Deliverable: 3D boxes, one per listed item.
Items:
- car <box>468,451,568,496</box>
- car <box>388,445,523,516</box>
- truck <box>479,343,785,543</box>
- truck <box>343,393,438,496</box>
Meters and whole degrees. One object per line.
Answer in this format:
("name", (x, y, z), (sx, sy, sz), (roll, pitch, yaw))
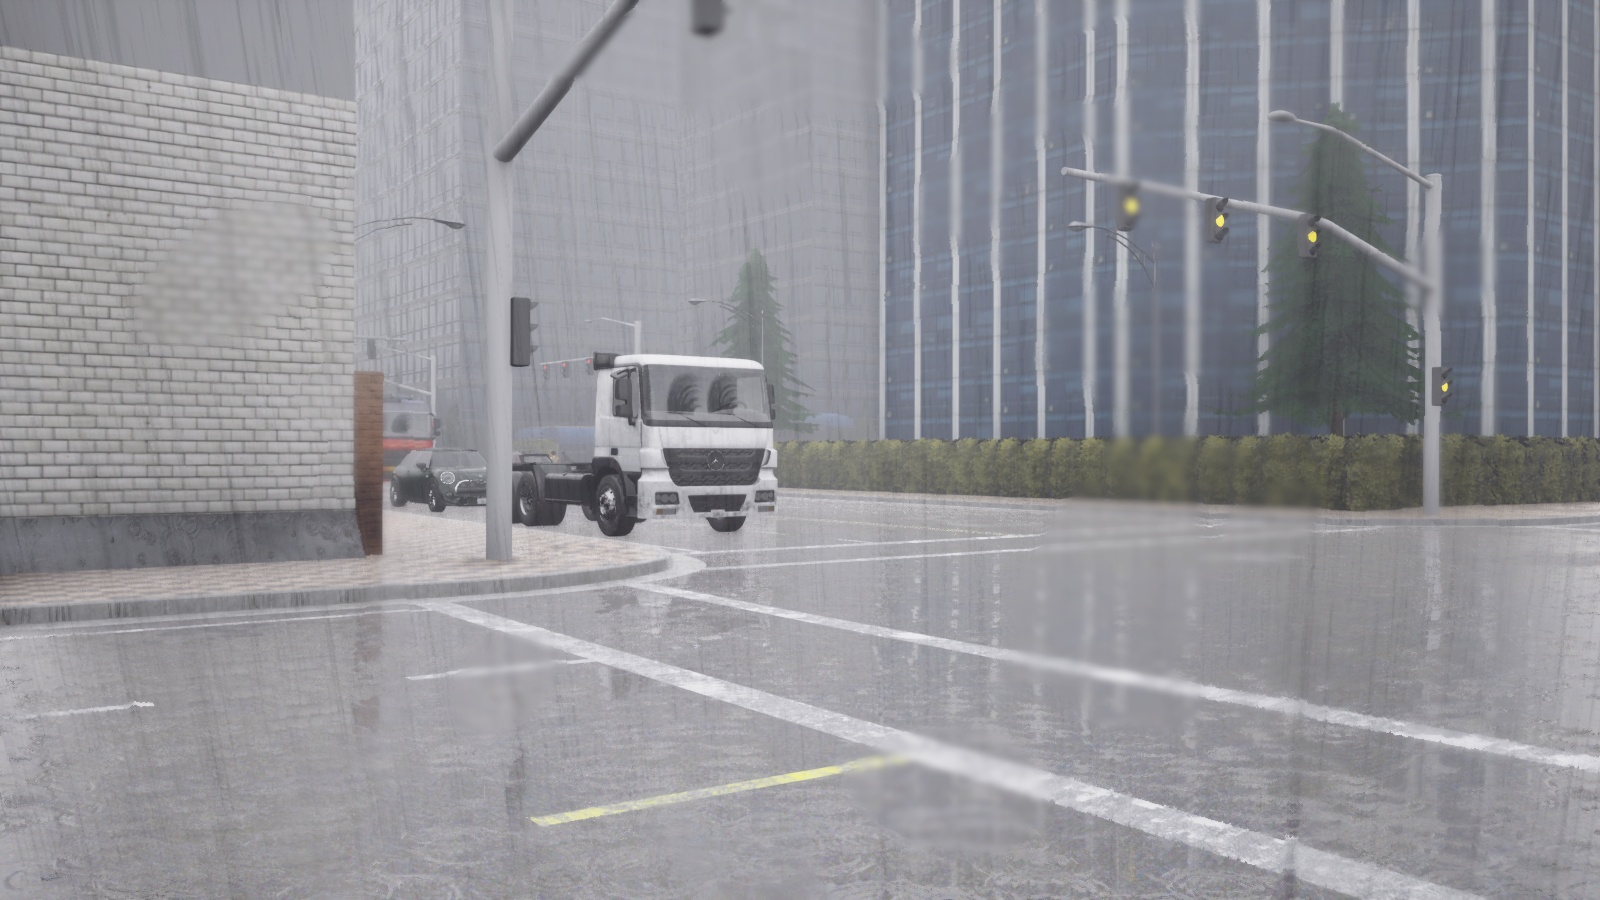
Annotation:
("car", (-10.881, 0.871, 48.227), (2.033, 1.649, 4.856), (0, 0, -35))
("car", (-9.337, 0.761, 33.803), (2.097, 1.767, 4.553), (0, 0, -35))
("truck", (-3.750, -0.110, 25.811), (2.891, 3.462, 7.936), (0, 0, -35))
("truck", (-16.819, -0.203, 51.221), (2.891, 3.827, 8.468), (0, 0, -23))
